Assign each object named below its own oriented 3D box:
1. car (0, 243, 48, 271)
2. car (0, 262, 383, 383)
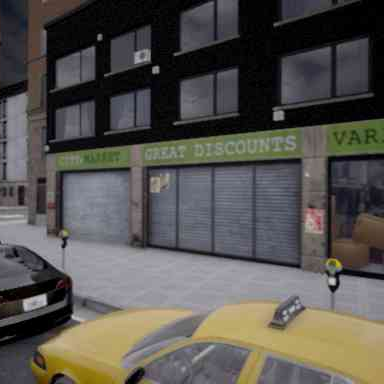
[{"bbox_3d":[-3.883,1.593,5.867,4.313,1.339,1.947,0,0,36],"label":"car"},{"bbox_3d":[0.524,1.530,2.718,4.829,1.417,1.752,0,0,36],"label":"car"}]
